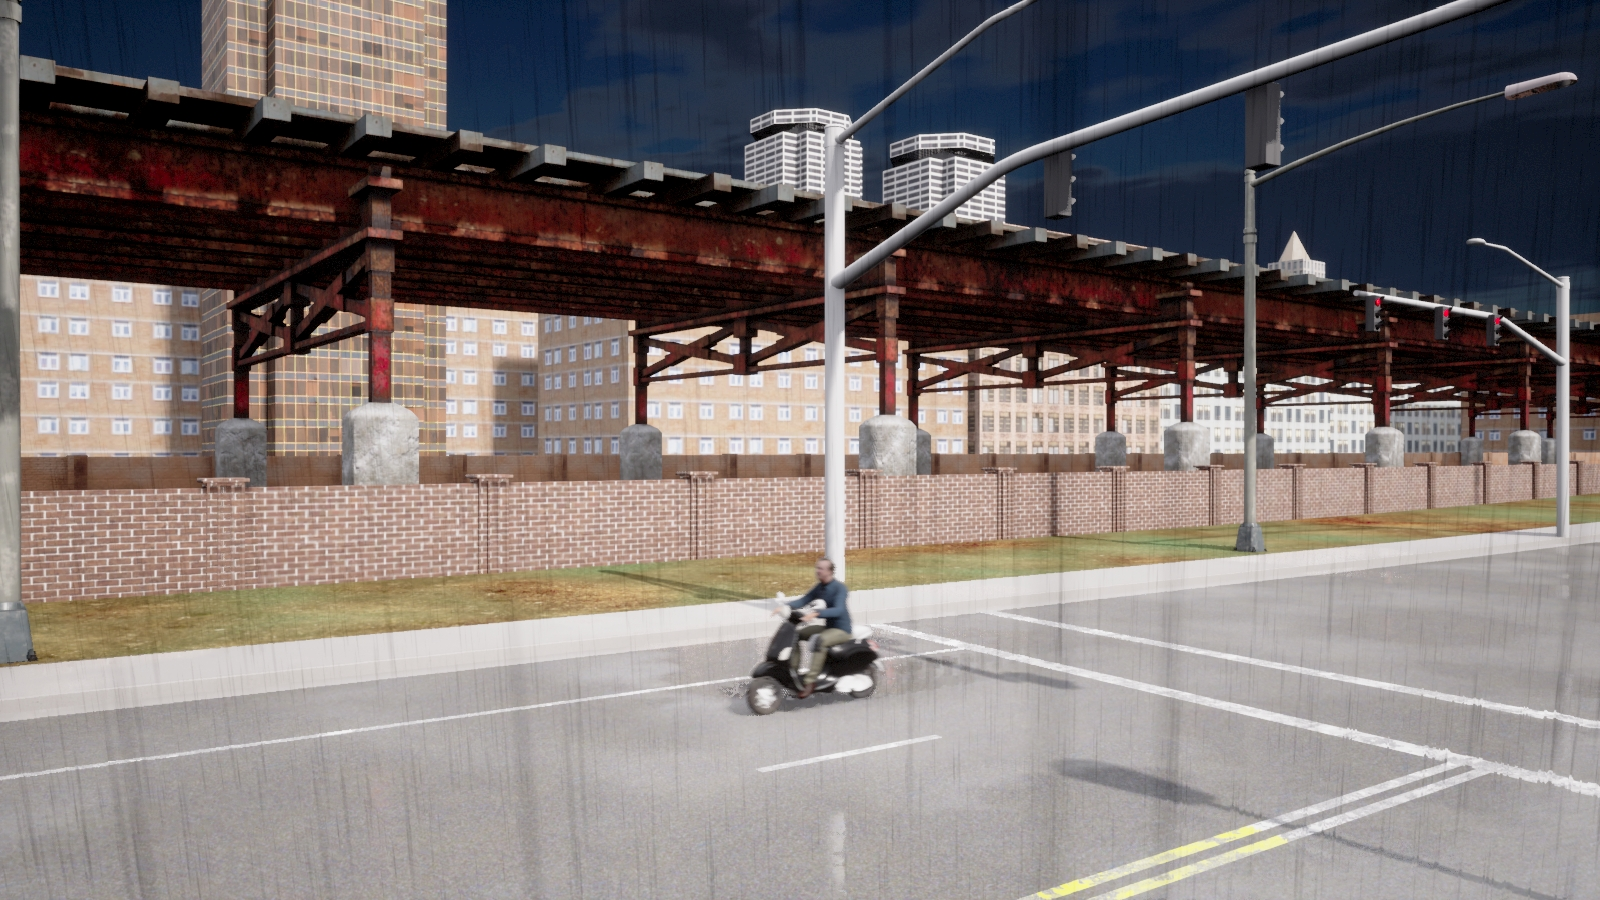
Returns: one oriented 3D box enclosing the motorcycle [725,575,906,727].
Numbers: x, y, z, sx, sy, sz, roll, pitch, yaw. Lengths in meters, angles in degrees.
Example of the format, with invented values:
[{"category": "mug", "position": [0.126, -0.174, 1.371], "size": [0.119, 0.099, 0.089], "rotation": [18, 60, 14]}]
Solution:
[{"category": "motorcycle", "position": [0.183, 2.129, 12.459], "size": [1.805, 1.341, 0.856], "rotation": [0, 1, -36]}]
